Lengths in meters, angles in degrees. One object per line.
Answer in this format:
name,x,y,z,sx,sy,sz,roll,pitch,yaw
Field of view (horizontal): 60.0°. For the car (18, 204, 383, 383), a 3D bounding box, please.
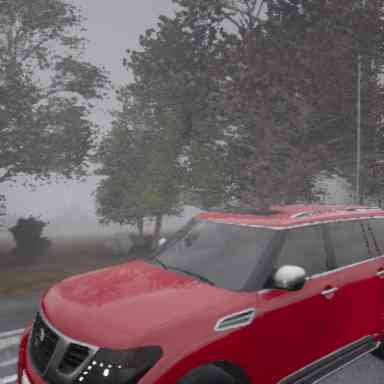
car,0.897,1.222,4.325,5.566,2.045,2.150,0,0,-35
